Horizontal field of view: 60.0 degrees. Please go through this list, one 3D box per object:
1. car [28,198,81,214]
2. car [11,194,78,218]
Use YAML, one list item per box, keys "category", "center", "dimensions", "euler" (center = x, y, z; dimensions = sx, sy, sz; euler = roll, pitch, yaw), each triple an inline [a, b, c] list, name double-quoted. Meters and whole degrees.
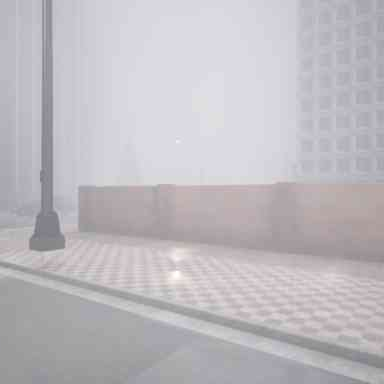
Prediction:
- category: "car"
  center: [-14.736, 1.478, 35.885]
  dimensions: [1.882, 1.535, 5.008]
  euler: [0, 0, 35]
- category: "car"
  center: [-13.778, 1.221, 31.164]
  dimensions: [2.150, 2.045, 5.566]
  euler: [0, 0, 35]
